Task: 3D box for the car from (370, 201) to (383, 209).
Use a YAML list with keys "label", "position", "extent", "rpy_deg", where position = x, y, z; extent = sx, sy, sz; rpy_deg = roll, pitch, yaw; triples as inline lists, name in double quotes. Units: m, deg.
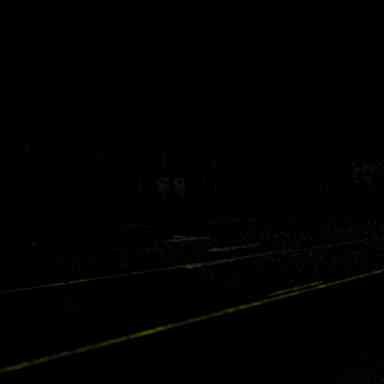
- label: "car"
  position: [31.552, 2.101, 54.889]
  extent: [1.994, 1.385, 4.181]
  rpy_deg: [1, 0, -10]
